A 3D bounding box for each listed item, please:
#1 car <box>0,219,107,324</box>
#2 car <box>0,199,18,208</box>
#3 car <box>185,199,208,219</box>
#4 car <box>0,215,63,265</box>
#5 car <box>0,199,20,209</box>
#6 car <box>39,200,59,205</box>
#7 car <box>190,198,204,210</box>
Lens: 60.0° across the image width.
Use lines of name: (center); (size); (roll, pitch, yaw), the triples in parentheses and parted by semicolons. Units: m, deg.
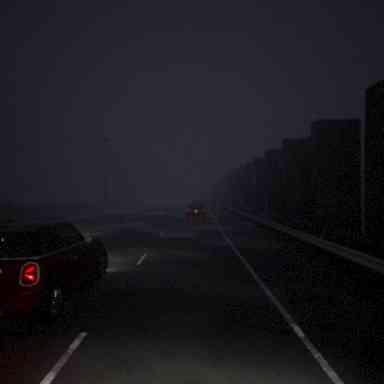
car: (-3.400, 1.408, 7.430); (2.097, 1.767, 4.553); (0, -1, 0)
car: (-20.699, 1.618, 35.211); (2.097, 1.767, 4.553); (0, 0, 2)
car: (0.404, 1.741, 31.494); (2.163, 1.488, 4.792); (0, 0, 1)
car: (-6.890, 1.700, 12.984); (1.895, 1.301, 4.718); (0, 0, 0)
car: (-30.788, 1.980, 55.292); (1.837, 1.490, 4.892); (0, 0, 0)
car: (-23.788, 1.983, 55.300); (1.994, 1.385, 4.181); (0, 0, 0)
car: (0.705, 1.820, 51.331); (2.033, 1.649, 4.856); (0, 0, 0)
